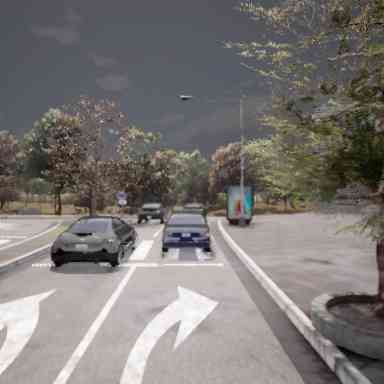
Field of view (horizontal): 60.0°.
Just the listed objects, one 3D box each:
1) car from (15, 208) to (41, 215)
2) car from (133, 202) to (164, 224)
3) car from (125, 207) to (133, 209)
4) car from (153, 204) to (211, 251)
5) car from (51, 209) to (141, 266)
[{"bbox_3d":[-29.303,3.524,59.537,1.994,1.385,4.181,-3,-4,38],"label":"car"},{"bbox_3d":[-2.842,1.554,24.974,1.837,1.490,4.892,0,-2,2],"label":"car"},{"bbox_3d":[-12.567,3.830,66.789,5.008,1.535,1.882,-1,-4,7],"label":"car"},{"bbox_3d":[-0.210,1.460,13.616,2.033,1.411,5.357,0,0,0],"label":"car"},{"bbox_3d":[-3.104,1.480,11.268,1.994,1.385,4.181,0,0,-1],"label":"car"}]
